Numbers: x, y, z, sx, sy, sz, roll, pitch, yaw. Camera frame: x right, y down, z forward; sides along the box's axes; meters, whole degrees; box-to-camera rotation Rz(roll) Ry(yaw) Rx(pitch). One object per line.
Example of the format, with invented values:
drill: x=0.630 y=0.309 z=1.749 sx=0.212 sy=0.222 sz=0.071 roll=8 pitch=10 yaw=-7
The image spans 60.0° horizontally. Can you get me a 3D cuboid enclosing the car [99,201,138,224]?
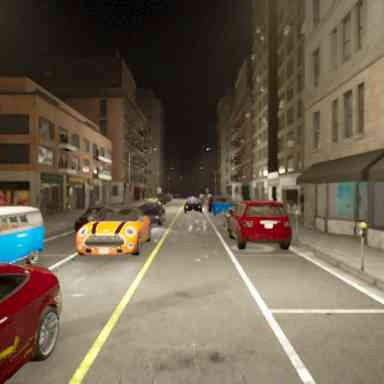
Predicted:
car: x=-5.395 y=1.474 z=24.928 sx=1.887 sy=1.381 sz=4.507 roll=0 pitch=0 yaw=0

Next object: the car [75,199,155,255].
car: x=-2.845 y=1.315 z=12.981 sx=2.097 sy=1.767 sz=4.553 roll=0 pitch=0 yaw=0

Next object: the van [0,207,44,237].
van: x=-5.405 y=1.316 z=8.708 sx=1.690 sy=1.788 sz=3.998 roll=0 pitch=0 yaw=0

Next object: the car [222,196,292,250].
car: x=2.709 y=1.274 z=14.113 sx=2.192 sy=1.841 sz=5.009 roll=0 pitch=0 yaw=0

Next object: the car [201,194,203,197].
car: x=2.685 y=1.359 z=57.533 sx=1.752 sy=1.417 sz=4.829 roll=0 pitch=0 yaw=0

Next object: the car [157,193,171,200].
car: x=-5.375 y=1.150 z=57.364 sx=2.192 sy=1.841 sz=5.009 roll=0 pitch=0 yaw=0

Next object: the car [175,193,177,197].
car: x=-5.362 y=1.324 z=78.990 sx=2.008 sy=1.369 sz=4.403 roll=0 pitch=0 yaw=0

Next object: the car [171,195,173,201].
car: x=-5.369 y=1.386 z=68.177 sx=1.802 sy=1.307 sz=4.206 roll=0 pitch=0 yaw=0

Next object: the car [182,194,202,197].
car: x=0.035 y=1.414 z=46.353 sx=2.033 sy=1.411 sz=5.357 roll=0 pitch=0 yaw=0

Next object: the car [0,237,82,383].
car: x=-2.847 y=1.516 z=3.201 sx=1.812 sy=1.442 sz=4.674 roll=0 pitch=0 yaw=2

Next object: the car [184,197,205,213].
car: x=0.117 y=1.501 z=34.768 sx=1.895 sy=1.301 sz=4.718 roll=0 pitch=0 yaw=0

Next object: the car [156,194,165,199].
car: x=-5.382 y=1.417 z=46.552 sx=2.008 sy=1.369 sz=4.403 roll=0 pitch=0 yaw=0

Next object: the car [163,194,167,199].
car: x=-5.379 y=1.417 z=51.959 sx=1.947 sy=1.339 sz=4.313 roll=0 pitch=0 yaw=0

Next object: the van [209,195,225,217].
van: x=2.700 y=1.254 z=30.332 sx=1.690 sy=1.788 sz=3.998 roll=0 pitch=0 yaw=0

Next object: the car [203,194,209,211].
car: x=2.697 y=1.212 z=35.738 sx=2.192 sy=1.841 sz=5.009 roll=0 pitch=0 yaw=0

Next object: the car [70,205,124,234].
car: x=-5.398 y=1.510 z=19.521 sx=1.947 sy=1.339 sz=4.313 roll=0 pitch=0 yaw=0

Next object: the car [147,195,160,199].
car: x=-5.385 y=1.408 z=40.977 sx=1.752 sy=1.417 sz=4.829 roll=0 pitch=0 yaw=0

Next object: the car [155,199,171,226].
car: x=-2.831 y=1.481 z=23.326 sx=2.033 sy=1.411 sz=5.357 roll=0 pitch=0 yaw=0

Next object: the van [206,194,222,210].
van: x=2.694 y=1.223 z=41.145 sx=1.690 sy=1.788 sz=3.998 roll=0 pitch=0 yaw=0

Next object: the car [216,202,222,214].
car: x=2.706 y=1.495 z=19.520 sx=2.008 sy=1.369 sz=4.403 roll=0 pitch=0 yaw=0
